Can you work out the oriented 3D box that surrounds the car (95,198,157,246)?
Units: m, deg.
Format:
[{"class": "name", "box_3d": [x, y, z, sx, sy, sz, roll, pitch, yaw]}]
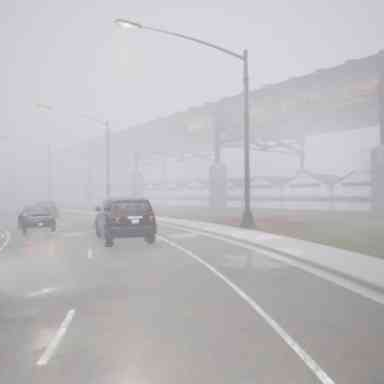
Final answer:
[{"class": "car", "box_3d": [-3.311, 1.295, 16.007, 2.150, 2.045, 5.566, 0, 0, -22]}]

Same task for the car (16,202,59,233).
[{"class": "car", "box_3d": [-9.939, 1.658, 21.093, 2.128, 1.511, 4.902, 0, 0, -32]}]

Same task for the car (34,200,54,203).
[{"class": "car", "box_3d": [-15.023, 1.603, 33.215, 2.097, 1.767, 4.553, -1, 0, -40]}]
